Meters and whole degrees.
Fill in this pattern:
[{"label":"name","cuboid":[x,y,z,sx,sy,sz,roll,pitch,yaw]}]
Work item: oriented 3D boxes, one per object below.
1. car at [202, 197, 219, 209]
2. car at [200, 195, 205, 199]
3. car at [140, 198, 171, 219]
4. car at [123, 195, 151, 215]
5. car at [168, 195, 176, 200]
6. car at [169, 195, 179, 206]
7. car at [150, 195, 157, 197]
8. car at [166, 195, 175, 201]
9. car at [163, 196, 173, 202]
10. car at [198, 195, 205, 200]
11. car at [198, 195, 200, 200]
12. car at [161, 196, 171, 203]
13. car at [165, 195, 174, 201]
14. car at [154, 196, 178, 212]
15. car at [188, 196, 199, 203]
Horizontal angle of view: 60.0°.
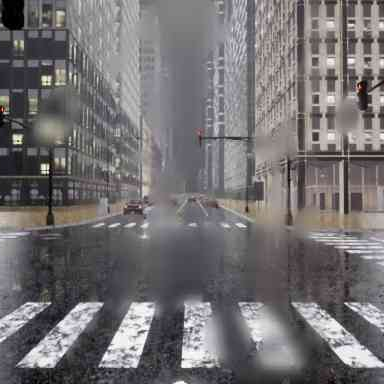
[{"label":"car","cuboid":[2.696,1.599,44.954,1.802,1.307,4.206,1,0,0]},{"label":"car","cuboid":[2.696,1.547,56.280,1.752,1.417,4.829,1,0,0]},{"label":"car","cuboid":[-3.109,1.536,29.214,1.812,1.442,4.674,0,0,0]},{"label":"car","cuboid":[-5.679,1.453,33.741,1.967,1.590,4.097,1,0,0]},{"label":"car","cuboid":[-5.692,1.604,95.068,1.947,1.339,4.313,1,0,0]},{"label":"car","cuboid":[-3.093,1.620,53.201,1.895,1.301,4.718,0,0,0]},{"label":"car","cuboid":[-5.678,1.332,44.891,2.192,1.841,5.009,1,0,0]},{"label":"car","cuboid":[-5.690,1.586,89.493,2.008,1.369,4.403,1,0,0]},{"label":"car","cuboid":[-5.688,1.581,78.342,2.008,1.369,4.403,1,0,0]},{"label":"car","cuboid":[2.689,1.583,95.150,1.887,1.381,4.507,1,0,0]},{"label":"car","cuboid":[2.694,1.589,61.687,1.947,1.339,4.313,1,0,0]},{"label":"car","cuboid":[-5.688,1.573,72.767,1.887,1.381,4.507,1,0,0]},{"label":"car","cuboid":[-5.689,1.577,83.917,1.887,1.381,4.507,1,0,0]},{"label":"car","cuboid":[-3.106,1.562,39.601,2.033,1.411,5.357,0,0,0]},{"label":"car","cuboid":[0.072,1.573,70.456,2.033,1.411,5.357,0,0,0]}]
